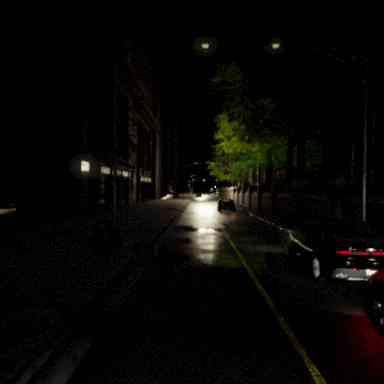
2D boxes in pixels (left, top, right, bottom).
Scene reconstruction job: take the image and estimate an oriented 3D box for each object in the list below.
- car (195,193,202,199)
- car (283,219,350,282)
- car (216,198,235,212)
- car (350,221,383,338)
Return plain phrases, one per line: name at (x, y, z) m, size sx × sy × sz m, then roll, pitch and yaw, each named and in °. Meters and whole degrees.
car at (1.827, 1.018, 89.169) m, size 2.033 × 1.411 × 5.357 m, roll 1°, pitch 1°, yaw 1°
car at (4.069, 1.551, 9.822) m, size 1.837 × 1.490 × 4.892 m, roll 1°, pitch 0°, yaw 1°
car at (3.815, 1.464, 37.752) m, size 2.128 × 1.511 × 4.902 m, roll 1°, pitch 0°, yaw 2°
car at (3.945, 1.396, 3.794) m, size 2.097 × 1.767 × 4.553 m, roll 1°, pitch 0°, yaw 1°
